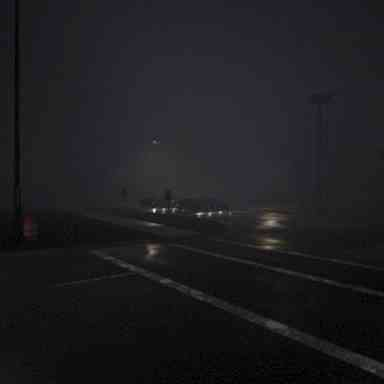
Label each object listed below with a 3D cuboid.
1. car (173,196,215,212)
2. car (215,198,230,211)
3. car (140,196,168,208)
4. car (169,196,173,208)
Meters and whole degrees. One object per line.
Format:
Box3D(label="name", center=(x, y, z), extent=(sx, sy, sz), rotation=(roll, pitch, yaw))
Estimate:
Box3D(label="car", center=(0.103, 1.514, 38.922), extent=(1.837, 1.490, 4.892), rotation=(0, 0, -35))
Box3D(label="car", center=(2.676, 1.515, 41.362), extent=(1.837, 1.490, 4.892), rotation=(0, 0, -35))
Box3D(label="car", center=(-5.766, 1.514, 47.400), extent=(1.837, 1.490, 4.892), rotation=(0, 0, -35))
Box3D(label="car", center=(-3.087, 1.363, 49.681), extent=(2.097, 1.767, 4.553), rotation=(0, 0, -34))
